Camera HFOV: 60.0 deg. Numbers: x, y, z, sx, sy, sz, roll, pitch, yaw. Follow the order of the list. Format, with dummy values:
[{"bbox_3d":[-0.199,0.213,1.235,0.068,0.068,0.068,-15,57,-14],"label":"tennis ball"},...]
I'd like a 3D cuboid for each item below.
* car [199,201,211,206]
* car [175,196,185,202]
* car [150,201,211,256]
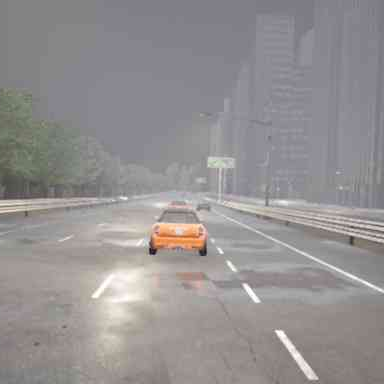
[{"bbox_3d":[1.701,2.048,48.639,2.128,1.511,4.902,2,0,-2],"label":"car"},{"bbox_3d":[-1.316,1.648,33.748,2.097,1.767,4.553,2,-1,-2],"label":"car"},{"bbox_3d":[-0.553,1.479,14.088,2.097,1.767,4.553,2,-1,-2],"label":"car"}]
